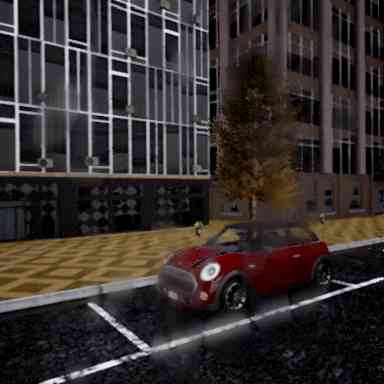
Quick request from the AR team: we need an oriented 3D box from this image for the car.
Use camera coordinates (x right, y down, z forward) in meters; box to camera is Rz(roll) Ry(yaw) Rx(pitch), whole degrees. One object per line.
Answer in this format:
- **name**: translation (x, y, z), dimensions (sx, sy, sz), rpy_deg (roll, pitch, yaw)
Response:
- **car**: translation (1.270, 1.427, 7.461), dimensions (4.097, 1.590, 1.967), rpy_deg (0, 0, -35)
